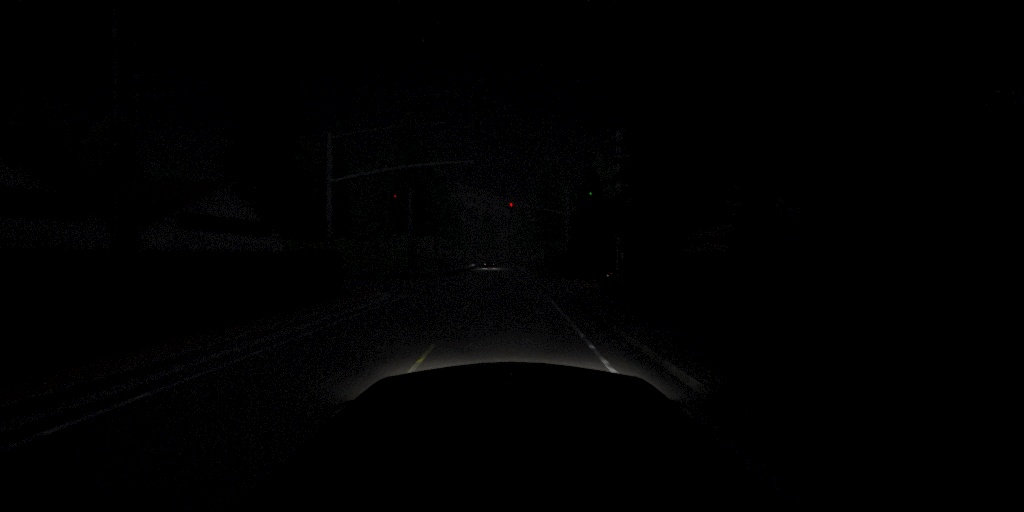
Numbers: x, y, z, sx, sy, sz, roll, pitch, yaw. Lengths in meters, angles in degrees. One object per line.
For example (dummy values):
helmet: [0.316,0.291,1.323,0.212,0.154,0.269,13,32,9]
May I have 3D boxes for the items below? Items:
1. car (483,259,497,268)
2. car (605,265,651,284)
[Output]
car: [-3.528,1.186,58.200,1.837,1.490,4.892,0,0,0]
car: [8.391,1.272,23.893,4.181,1.385,1.994,0,0,1]
